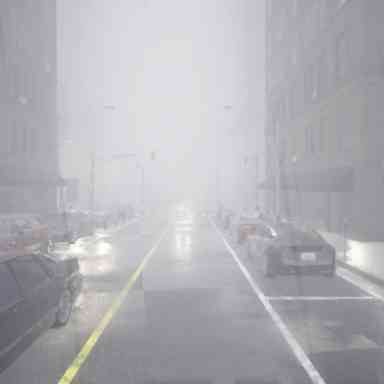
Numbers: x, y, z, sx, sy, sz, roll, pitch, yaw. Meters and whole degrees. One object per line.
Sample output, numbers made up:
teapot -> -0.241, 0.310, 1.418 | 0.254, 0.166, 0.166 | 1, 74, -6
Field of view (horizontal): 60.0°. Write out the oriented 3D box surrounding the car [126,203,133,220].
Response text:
car -> -5.791, 1.529, 26.432 | 1.887, 1.381, 4.507 | -1, 0, 0

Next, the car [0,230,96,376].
car -> -3.002, 1.545, 4.214 | 2.033, 1.411, 5.357 | 0, 0, 0

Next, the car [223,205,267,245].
car -> 2.742, 1.532, 15.427 | 1.887, 1.381, 4.507 | -1, 0, 0

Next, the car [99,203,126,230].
car -> -5.787, 1.539, 20.926 | 2.008, 1.369, 4.403 | -1, 0, 0

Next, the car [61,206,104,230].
car -> -5.783, 1.557, 15.421 | 1.947, 1.339, 4.313 | -1, 0, 0

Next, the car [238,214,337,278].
car -> 2.746, 1.557, 9.922 | 1.947, 1.339, 4.313 | -1, 0, 0

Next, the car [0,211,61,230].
car -> -5.781, 1.435, 9.916 | 1.967, 1.590, 4.097 | -1, 0, 0

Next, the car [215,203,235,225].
car -> 2.738, 1.528, 20.932 | 1.887, 1.381, 4.507 | -1, 0, 0
